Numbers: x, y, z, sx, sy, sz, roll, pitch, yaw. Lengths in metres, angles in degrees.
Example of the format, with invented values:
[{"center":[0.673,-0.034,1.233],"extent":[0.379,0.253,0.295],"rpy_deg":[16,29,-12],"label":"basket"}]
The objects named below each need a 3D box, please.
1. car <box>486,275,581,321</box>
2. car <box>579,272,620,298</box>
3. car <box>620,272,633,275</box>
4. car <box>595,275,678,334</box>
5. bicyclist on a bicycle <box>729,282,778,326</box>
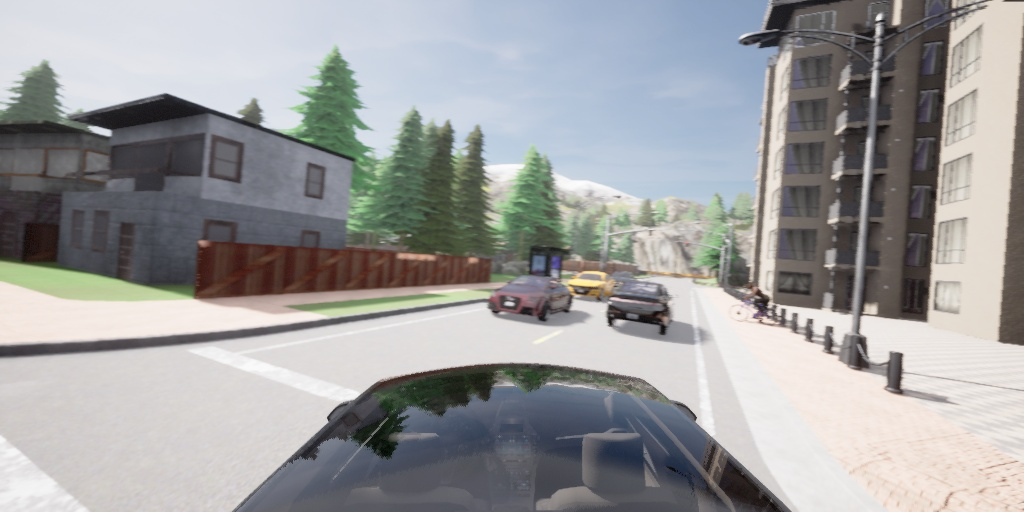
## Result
[{"center":[0.816,1.406,13.116],"extent":[1.994,1.385,4.181],"rpy_deg":[5,0,26],"label":"car"},{"center":[4.747,1.665,21.079],"extent":[1.882,1.535,5.008],"rpy_deg":[5,0,26],"label":"car"},{"center":[9.349,2.098,30.369],"extent":[1.837,1.490,4.892],"rpy_deg":[5,0,27],"label":"car"},{"center":[4.640,1.650,12.647],"extent":[2.128,1.511,4.902],"rpy_deg":[5,0,27],"label":"car"},{"center":[9.555,1.869,14.152],"extent":[1.656,1.620,0.582],"rpy_deg":[6,0,26],"label":"bicyclist on a bicycle"}]
